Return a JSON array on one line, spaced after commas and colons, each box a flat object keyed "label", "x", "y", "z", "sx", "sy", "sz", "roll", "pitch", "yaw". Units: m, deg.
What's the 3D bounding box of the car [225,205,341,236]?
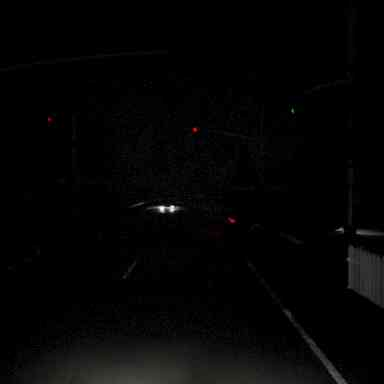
[{"label": "car", "x": 4.363, "y": 1.348, "z": 16.475, "sx": 5.357, "sy": 1.411, "sz": 2.033, "roll": -1, "pitch": 0, "yaw": 0}]

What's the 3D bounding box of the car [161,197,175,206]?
[{"label": "car", "x": -3.568, "y": 1.337, "z": 49.520, "sx": 1.895, "sy": 1.301, "sz": 4.718, "roll": 0, "pitch": 0, "yaw": 0}]

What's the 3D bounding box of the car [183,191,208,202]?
[{"label": "car", "x": 0.769, "y": 0.863, "z": 66.959, "sx": 5.566, "sy": 2.045, "sz": 2.150, "roll": 0, "pitch": 0, "yaw": -43}]
